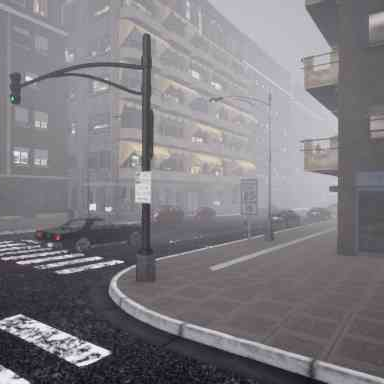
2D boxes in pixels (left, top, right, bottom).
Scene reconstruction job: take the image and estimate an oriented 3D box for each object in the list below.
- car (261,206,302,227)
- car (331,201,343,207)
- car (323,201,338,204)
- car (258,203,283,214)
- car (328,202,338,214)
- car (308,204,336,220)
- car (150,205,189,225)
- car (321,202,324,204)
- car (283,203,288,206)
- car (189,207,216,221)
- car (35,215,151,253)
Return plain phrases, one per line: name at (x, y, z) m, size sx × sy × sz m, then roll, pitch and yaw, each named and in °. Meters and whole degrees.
car at (7.655, 2.095, 27.476) m, size 1.947 × 1.339 × 4.313 m, roll -1°, pitch -2°, yaw 35°
car at (36.416, 3.022, 83.502) m, size 1.967 × 1.590 × 4.097 m, roll -1°, pitch -1°, yaw 35°
car at (23.570, 2.597, 54.841) m, size 1.812 × 1.442 × 4.674 m, roll 0°, pitch -1°, yaw 35°
car at (10.541, 2.327, 46.201) m, size 1.887 × 1.381 × 4.507 m, roll -1°, pitch -1°, yaw 35°
car at (20.704, 2.458, 46.257) m, size 1.752 × 1.417 × 4.829 m, roll -1°, pitch -2°, yaw 35°
car at (14.131, 2.295, 36.796) m, size 1.947 × 1.339 × 4.313 m, roll -1°, pitch -2°, yaw 35°
car at (-2.409, 1.821, 27.563) m, size 1.967 × 1.590 × 4.097 m, roll -1°, pitch -1°, yaw 35°
car at (29.934, 2.822, 74.187) m, size 1.967 × 1.590 × 4.097 m, roll -1°, pitch -1°, yaw 35°
car at (13.682, 2.404, 50.722) m, size 1.752 × 1.417 × 4.829 m, roll -1°, pitch -1°, yaw 35°
car at (0.829, 2.063, 32.220) m, size 1.802 × 1.307 × 4.206 m, roll -1°, pitch -1°, yaw 35°
car at (-4.254, 1.809, 14.794) m, size 1.895 × 1.301 × 4.718 m, roll 0°, pitch -1°, yaw 35°
